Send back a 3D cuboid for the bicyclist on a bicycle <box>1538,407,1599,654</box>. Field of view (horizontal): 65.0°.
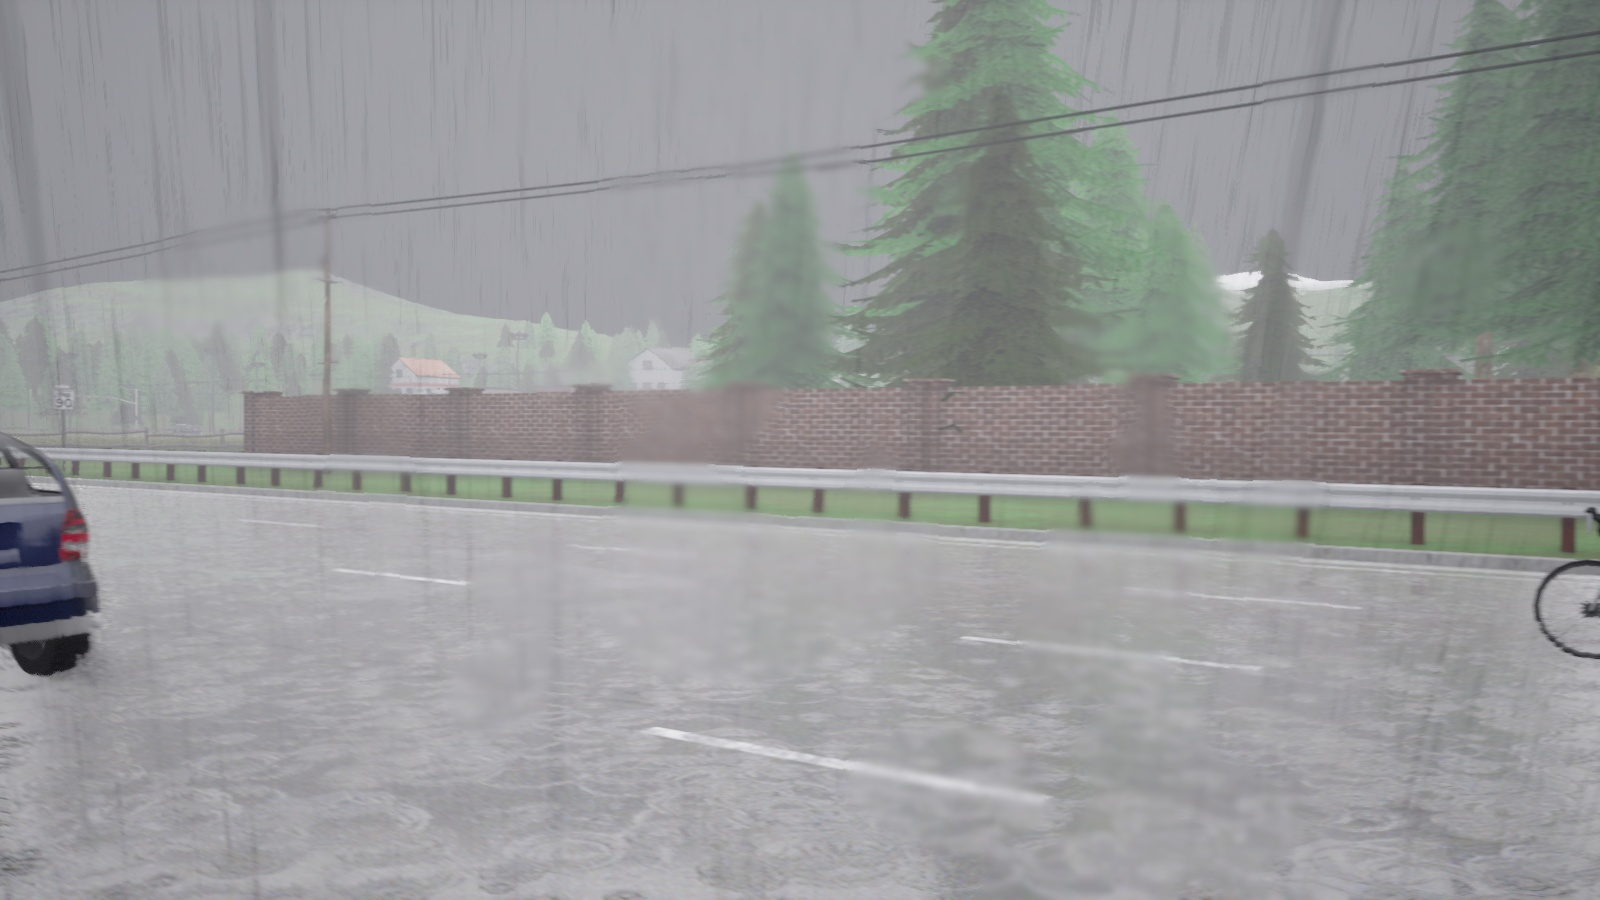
[{"bbox_3d":[5.790,0.520,8.179,1.656,1.620,0.582,0,1,34],"label":"bicyclist on a bicycle"}]

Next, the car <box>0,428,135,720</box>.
[{"bbox_3d":[-5.894,0.661,7.539,3.705,1.549,1.789,0,1,34],"label":"car"}]
